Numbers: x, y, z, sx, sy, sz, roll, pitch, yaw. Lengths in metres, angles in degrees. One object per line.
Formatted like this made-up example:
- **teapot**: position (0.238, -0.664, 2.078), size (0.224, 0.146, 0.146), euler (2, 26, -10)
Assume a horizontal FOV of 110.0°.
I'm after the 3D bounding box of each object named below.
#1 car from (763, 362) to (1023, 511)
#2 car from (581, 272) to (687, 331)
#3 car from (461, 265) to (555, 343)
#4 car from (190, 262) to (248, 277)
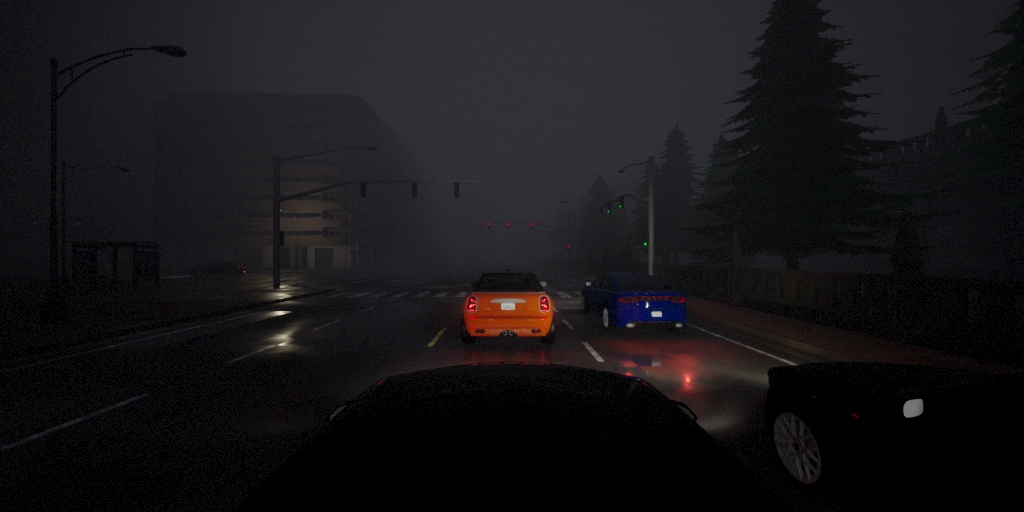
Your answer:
- **car**: position (3.288, 1.228, 1.443), size (1.882, 1.535, 5.008), euler (0, 0, 3)
- **car**: position (3.419, 1.228, 10.969), size (1.882, 1.535, 5.008), euler (0, 0, 0)
- **car**: position (-0.081, 1.102, 9.825), size (2.097, 1.767, 4.553), euler (0, 0, 0)
- **car**: position (-29.051, 1.310, 35.630), size (4.892, 1.490, 1.837), euler (0, 0, -1)
